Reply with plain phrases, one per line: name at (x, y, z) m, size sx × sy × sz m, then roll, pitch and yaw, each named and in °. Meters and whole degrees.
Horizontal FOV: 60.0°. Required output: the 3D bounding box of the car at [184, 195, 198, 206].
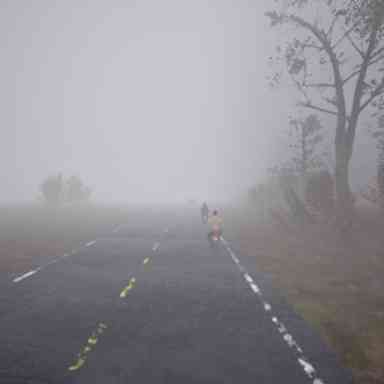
car at (-0.004, 1.678, 59.056) m, size 1.812 × 1.442 × 4.674 m, roll 0°, pitch 0°, yaw 0°

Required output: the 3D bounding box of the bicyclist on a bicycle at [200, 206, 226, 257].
bicyclist on a bicycle at (0.839, 1.466, 12.116) m, size 0.866 × 1.612 × 1.509 m, roll -1°, pitch 0°, yaw 0°

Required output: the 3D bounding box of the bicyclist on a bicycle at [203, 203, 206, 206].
bicyclist on a bicycle at (0.788, 1.506, 20.282) m, size 0.582 × 1.620 × 1.656 m, roll 0°, pitch 0°, yaw 0°
